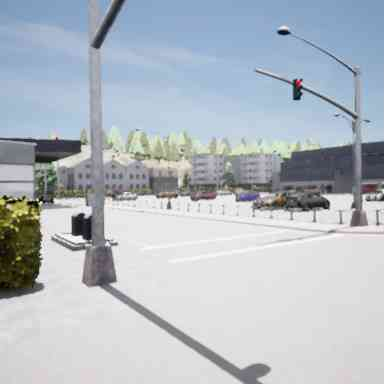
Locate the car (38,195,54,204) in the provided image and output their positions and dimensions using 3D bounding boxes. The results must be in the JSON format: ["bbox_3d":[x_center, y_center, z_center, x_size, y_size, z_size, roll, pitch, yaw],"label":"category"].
[{"bbox_3d":[-24.301,1.227,55.145,2.128,1.511,4.902,-2,1,-35],"label":"car"}]

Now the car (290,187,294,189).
[{"bbox_3d":[18.654,-0.024,60.736,3.866,1.878,1.905,-2,1,-35],"label":"car"}]

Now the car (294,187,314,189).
[{"bbox_3d":[20.657,-0.011,58.591,4.605,1.855,1.932,-2,1,-35],"label":"car"}]

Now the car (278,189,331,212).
[{"bbox_3d":[9.869,0.806,28.365,4.514,1.523,2.007,-2,1,-35],"label":"car"}]

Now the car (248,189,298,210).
[{"bbox_3d":[8.029,0.798,30.905,5.027,1.636,2.152,-2,1,-35],"label":"car"}]

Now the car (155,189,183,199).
[{"bbox_3d":[-4.719,0.374,63.838,4.605,1.855,1.932,-2,1,-35],"label":"car"}]

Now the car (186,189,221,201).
[{"bbox_3d":[1.839,0.592,53.224,4.514,1.523,2.007,-2,1,-35],"label":"car"}]

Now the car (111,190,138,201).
[{"bbox_3d":[-11.640,0.822,58.954,3.806,1.475,1.970,-2,1,-35],"label":"car"}]

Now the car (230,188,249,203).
[{"bbox_3d":[7.530,0.617,45.010,3.633,1.501,1.845,-2,1,-35],"label":"car"}]

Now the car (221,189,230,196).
[{"bbox_3d":[7.385,0.135,76.299,3.806,1.475,1.970,-2,1,-35],"label":"car"}]

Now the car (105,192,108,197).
[{"bbox_3d":[-19.378,0.300,85.180,5.566,2.045,2.150,-2,1,-35],"label":"car"}]

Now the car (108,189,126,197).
[{"bbox_3d":[-13.049,0.524,62.025,3.866,1.878,1.905,-2,1,-35],"label":"car"}]

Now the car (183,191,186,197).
[{"bbox_3d":[-0.489,0.354,75.264,4.514,1.523,2.007,-2,1,-35],"label":"car"}]

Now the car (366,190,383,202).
[{"bbox_3d":[23.409,0.444,41.477,3.806,1.475,1.970,-2,1,-35],"label":"car"}]

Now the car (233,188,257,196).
[{"bbox_3d":[11.325,0.051,71.224,5.027,1.636,2.152,-2,1,-35],"label":"car"}]

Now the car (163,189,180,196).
[{"bbox_3d":[-5.820,0.050,94.602,4.553,1.767,2.097,-2,1,-35],"label":"car"}]
